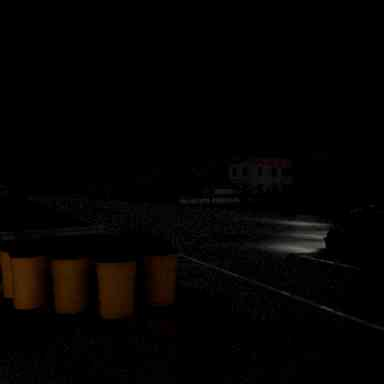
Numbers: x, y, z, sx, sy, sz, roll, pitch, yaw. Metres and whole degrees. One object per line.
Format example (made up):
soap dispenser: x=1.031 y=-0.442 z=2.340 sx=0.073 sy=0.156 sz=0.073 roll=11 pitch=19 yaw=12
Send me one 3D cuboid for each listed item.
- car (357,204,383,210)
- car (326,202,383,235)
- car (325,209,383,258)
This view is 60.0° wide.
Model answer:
car: x=8.508 y=1.434 z=13.961 sx=1.837 sy=1.490 sz=4.892 roll=0 pitch=0 yaw=-28
car: x=10.142 y=1.408 z=18.312 sx=2.128 sy=1.511 sz=4.902 roll=0 pitch=0 yaw=-28
car: x=6.447 y=1.471 z=10.404 sx=1.812 sy=1.442 sz=4.674 roll=0 pitch=0 yaw=-28
